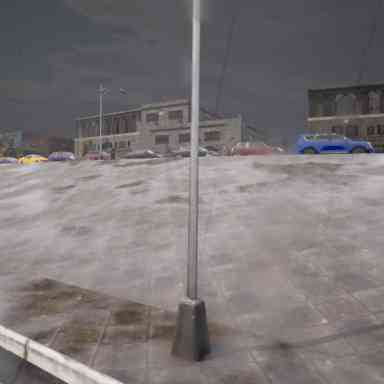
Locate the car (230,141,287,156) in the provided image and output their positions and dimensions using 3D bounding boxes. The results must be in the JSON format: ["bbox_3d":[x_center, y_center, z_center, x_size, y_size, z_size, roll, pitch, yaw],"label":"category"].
[{"bbox_3d":[5.534,-3.361,27.510,4.553,1.767,2.185,1,1,25],"label":"car"}]

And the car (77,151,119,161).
[{"bbox_3d":[-9.273,-3.532,34.957,4.792,1.488,2.163,1,1,29],"label":"car"}]

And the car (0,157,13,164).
[{"bbox_3d":[-23.767,-3.831,43.443,4.674,1.452,2.002,1,1,33],"label":"car"}]

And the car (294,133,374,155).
[{"bbox_3d":[10.644,-3.342,25.192,5.566,2.045,2.435,2,1,24],"label":"car"}]

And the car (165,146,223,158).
[{"bbox_3d":[0.443,-3.358,29.932,4.892,1.521,2.231,1,1,27],"label":"car"}]

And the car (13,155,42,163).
[{"bbox_3d":[-19.043,-3.769,40.533,5.008,1.535,2.097,1,1,32],"label":"car"}]

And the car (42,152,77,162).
[{"bbox_3d":[-14.278,-3.792,37.737,4.553,1.767,2.185,1,1,30],"label":"car"}]

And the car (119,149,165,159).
[{"bbox_3d":[-4.399,-3.420,32.370,4.674,1.452,2.002,1,1,28],"label":"car"}]
